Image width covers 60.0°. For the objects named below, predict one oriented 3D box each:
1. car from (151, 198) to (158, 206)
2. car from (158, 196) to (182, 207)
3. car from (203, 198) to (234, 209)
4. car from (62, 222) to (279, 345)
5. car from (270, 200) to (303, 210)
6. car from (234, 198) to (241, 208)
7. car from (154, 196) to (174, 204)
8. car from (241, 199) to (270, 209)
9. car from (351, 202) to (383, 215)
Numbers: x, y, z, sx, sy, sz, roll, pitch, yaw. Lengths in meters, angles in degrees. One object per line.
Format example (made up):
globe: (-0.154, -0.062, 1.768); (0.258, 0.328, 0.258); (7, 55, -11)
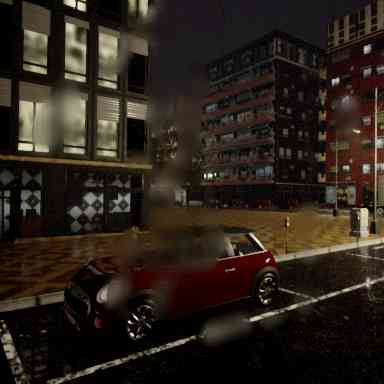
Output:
car: (-6.607, 1.763, 59.661); (1.887, 1.381, 4.507); (1, -1, -35)
car: (-3.337, 1.732, 55.029); (1.887, 1.381, 4.507); (1, -1, -35)
car: (3.204, 1.677, 45.763); (2.008, 1.369, 4.403); (1, -1, -35)
car: (-0.268, 1.441, 6.351); (4.097, 1.590, 1.967); (0, 1, -35)
car: (13.323, 1.806, 45.958); (1.802, 1.307, 4.206); (1, -1, -35)
car: (6.783, 1.725, 55.225); (1.967, 1.590, 4.097); (1, -1, -35)
car: (-6.298, 1.723, 73.757); (2.192, 1.841, 5.009); (1, -1, -35)
car: (10.053, 1.799, 50.592); (1.887, 1.381, 4.507); (1, -1, -35)
car: (19.864, 1.729, 36.694); (1.947, 1.339, 4.313); (1, -1, -35)
